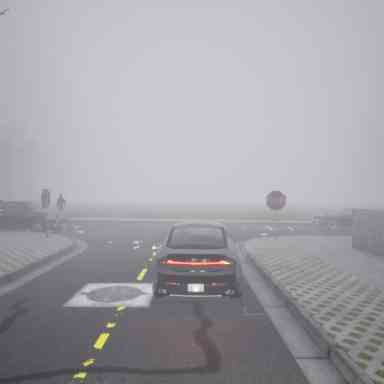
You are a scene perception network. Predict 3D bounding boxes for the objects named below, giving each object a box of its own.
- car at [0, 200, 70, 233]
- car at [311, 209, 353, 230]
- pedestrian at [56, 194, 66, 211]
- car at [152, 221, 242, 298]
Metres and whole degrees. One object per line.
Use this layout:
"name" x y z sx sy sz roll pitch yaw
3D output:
"car" -9.157 1.242 18.353 4.553 1.767 2.097 1 0 5
"car" 10.344 1.755 21.726 4.718 1.301 1.895 1 0 -1
"pedestrian" -9.685 0.997 24.504 0.375 1.860 0.375 0 -1 0
"car" 0.176 1.503 8.500 1.837 1.490 4.892 0 0 3
